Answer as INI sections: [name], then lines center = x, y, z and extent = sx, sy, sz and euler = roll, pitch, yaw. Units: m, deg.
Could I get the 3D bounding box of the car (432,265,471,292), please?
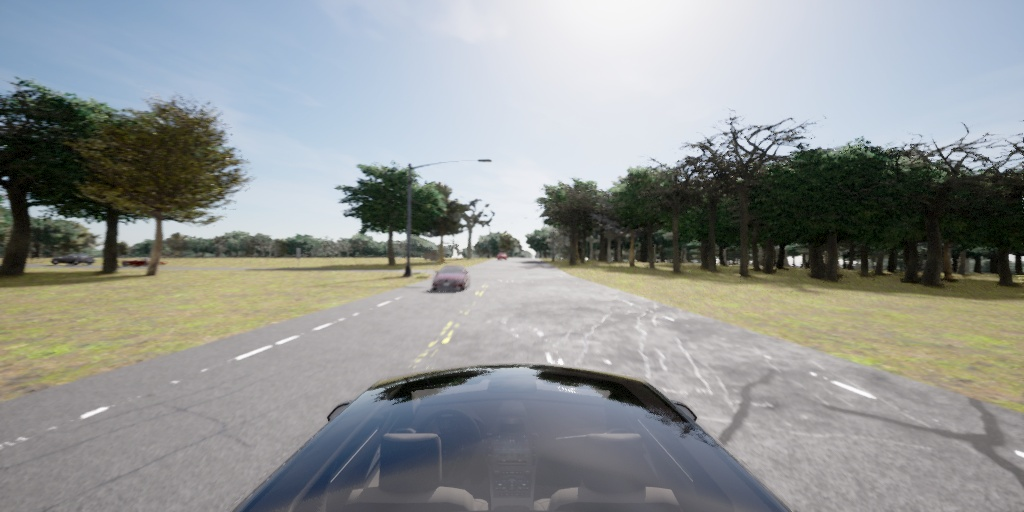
[car]
center = -3.520, 1.271, 21.540
extent = 1.812, 1.442, 4.674
euler = 1, 0, 0
